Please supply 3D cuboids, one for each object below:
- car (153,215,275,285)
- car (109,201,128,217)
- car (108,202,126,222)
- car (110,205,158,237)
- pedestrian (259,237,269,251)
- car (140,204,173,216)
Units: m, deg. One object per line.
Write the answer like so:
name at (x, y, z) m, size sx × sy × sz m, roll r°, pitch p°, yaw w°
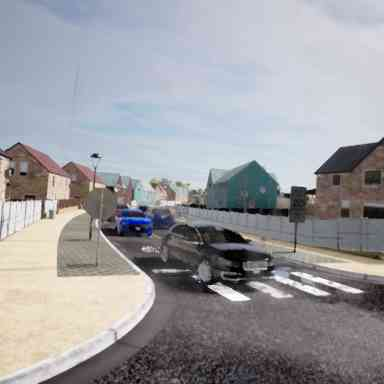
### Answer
car at (0.523, 1.720, 10.271) m, size 1.837 × 1.490 × 4.892 m, roll 4°, pitch -3°, yaw -26°
car at (-9.333, 2.111, 42.645) m, size 2.097 × 1.767 × 4.553 m, roll 4°, pitch -2°, yaw -10°
car at (-6.884, 1.909, 31.578) m, size 2.097 × 1.767 × 4.553 m, roll 4°, pitch -2°, yaw -14°
car at (-3.760, 1.838, 20.907) m, size 1.882 × 1.535 × 5.008 m, roll 4°, pitch -3°, yaw -18°
pedestrian at (2.587, 2.084, 12.026) m, size 0.500 × 1.100 × 0.500 m, roll 4°, pitch -2°, yaw -22°
car at (-2.873, 2.034, 27.886) m, size 2.097 × 1.767 × 4.553 m, roll 4°, pitch -2°, yaw -16°
